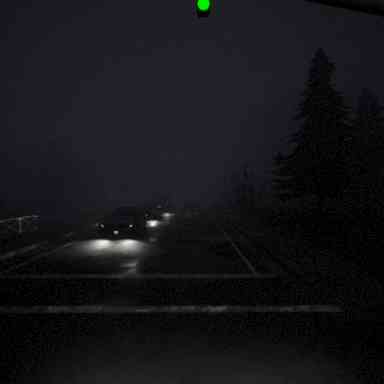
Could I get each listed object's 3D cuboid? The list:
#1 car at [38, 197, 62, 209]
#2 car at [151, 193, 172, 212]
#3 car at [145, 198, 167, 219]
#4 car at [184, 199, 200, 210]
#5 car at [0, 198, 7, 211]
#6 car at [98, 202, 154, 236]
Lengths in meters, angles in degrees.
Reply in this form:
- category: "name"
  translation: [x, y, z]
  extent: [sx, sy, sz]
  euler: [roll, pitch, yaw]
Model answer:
- category: "car"
  translation: [-17.462, 1.317, 40.896]
  extent: [1.845, 1.501, 3.633]
  euler: [0, 0, 0]
- category: "car"
  translation: [-3.547, 1.169, 38.890]
  extent: [2.150, 2.045, 5.566]
  euler: [0, 0, -2]
- category: "car"
  translation: [-3.598, 1.509, 28.538]
  extent: [2.033, 1.411, 5.357]
  euler: [0, 0, 0]
- category: "car"
  translation: [0.017, 1.545, 41.370]
  extent: [1.895, 1.301, 4.718]
  euler: [0, 0, 0]
- category: "car"
  translation: [-20.514, 1.338, 33.505]
  extent: [1.970, 1.475, 3.806]
  euler: [0, 0, 0]
- category: "car"
  translation: [-3.603, 1.522, 18.433]
  extent: [2.033, 1.411, 5.357]
  euler: [0, 0, 0]
